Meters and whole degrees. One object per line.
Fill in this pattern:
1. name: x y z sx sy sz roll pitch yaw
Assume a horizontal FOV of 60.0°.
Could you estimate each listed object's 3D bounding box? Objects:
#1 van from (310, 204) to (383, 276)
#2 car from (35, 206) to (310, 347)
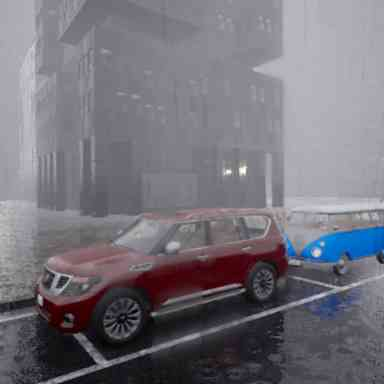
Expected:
1. van: 4.380 1.266 9.779 3.998 1.788 1.690 -1 0 -36
2. car: -0.241 1.287 6.480 5.009 1.841 2.192 -1 0 -36
